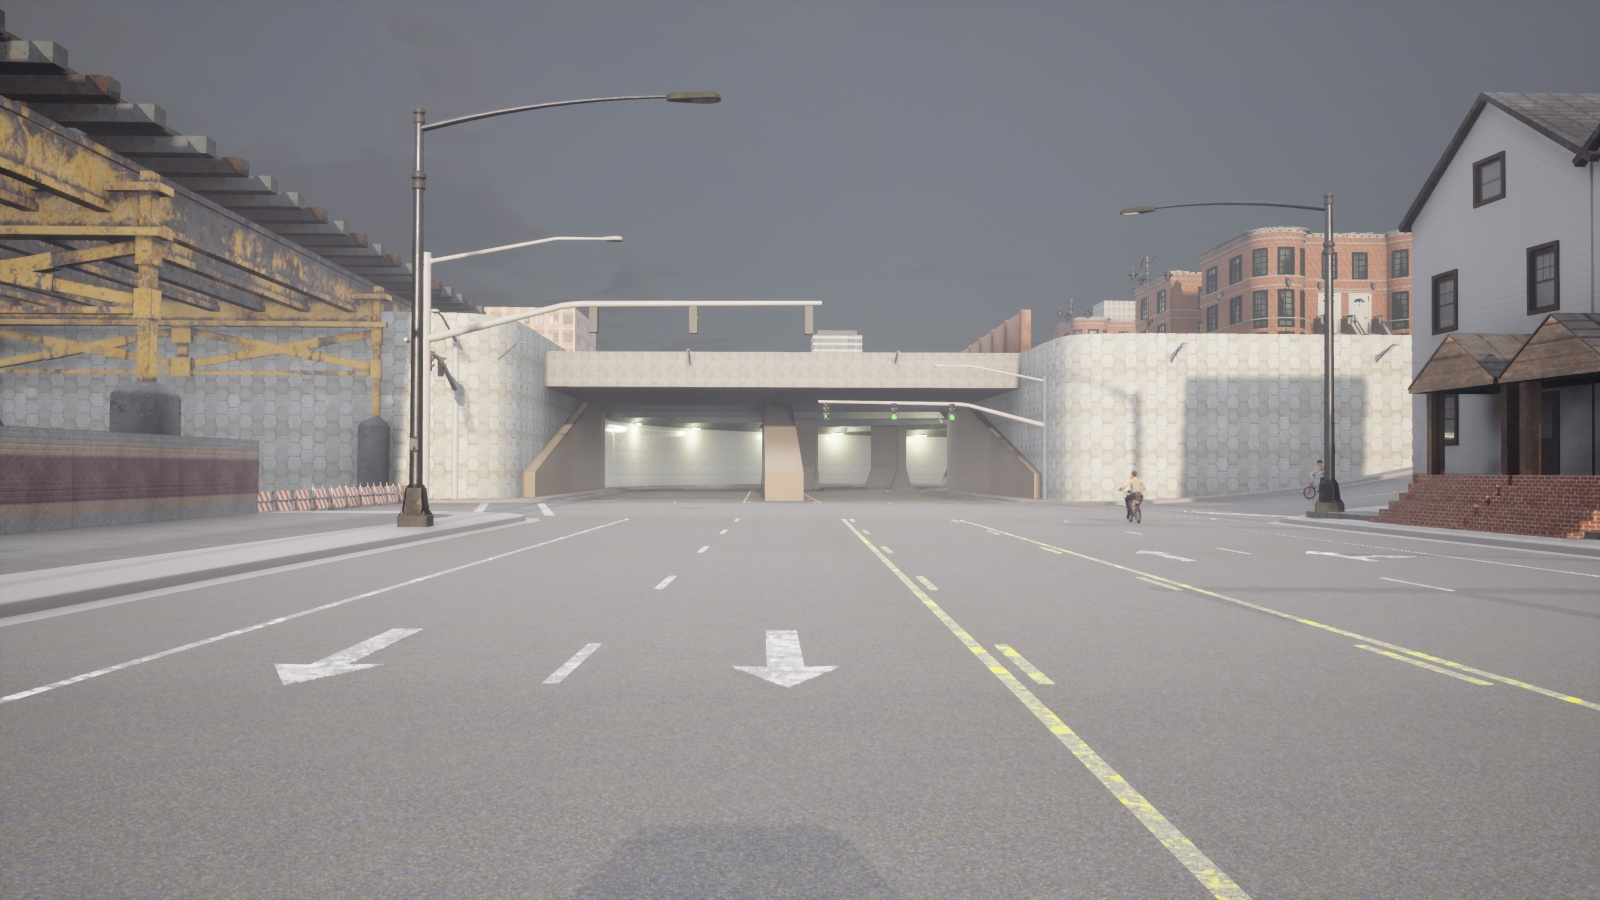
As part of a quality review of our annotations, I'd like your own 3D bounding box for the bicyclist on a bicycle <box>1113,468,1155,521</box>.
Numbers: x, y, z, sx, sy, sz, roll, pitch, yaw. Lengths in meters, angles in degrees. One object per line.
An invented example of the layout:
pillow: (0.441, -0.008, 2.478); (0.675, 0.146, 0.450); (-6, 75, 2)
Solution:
bicyclist on a bicycle: (10.291, 1.362, 38.762); (0.866, 1.612, 1.509); (0, -2, 0)
